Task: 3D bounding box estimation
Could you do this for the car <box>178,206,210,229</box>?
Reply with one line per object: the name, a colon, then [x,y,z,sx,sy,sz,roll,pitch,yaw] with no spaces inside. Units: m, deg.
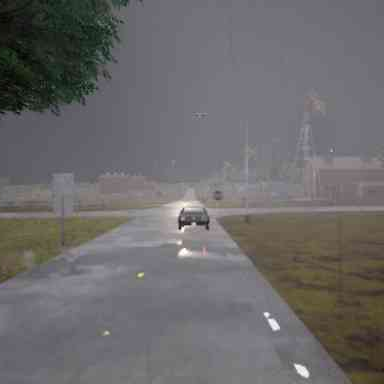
car: [0.107,1.550,21.131,1.895,1.301,4.718,0,0,0]
